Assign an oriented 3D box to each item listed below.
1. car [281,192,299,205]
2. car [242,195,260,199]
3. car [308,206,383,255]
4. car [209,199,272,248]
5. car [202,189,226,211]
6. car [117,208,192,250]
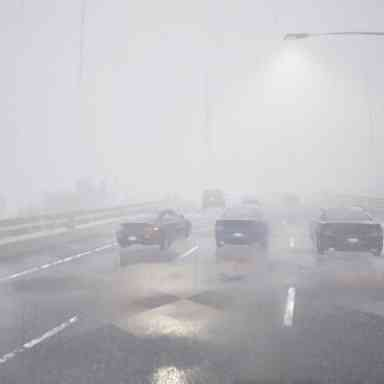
[{"bbox_3d":[12.265,0.747,41.643,1.882,1.535,5.008,-1,1,15],"label":"car"},{"bbox_3d":[5.535,1.033,31.724,1.812,1.442,4.674,-1,1,6],"label":"car"},{"bbox_3d":[5.427,1.234,12.230,1.882,1.535,5.008,-1,1,15],"label":"car"},{"bbox_3d":[2.220,1.268,13.714,1.882,1.535,5.008,-1,1,15],"label":"car"},{"bbox_3d":[2.201,0.765,33.194,2.150,2.045,5.566,-1,1,6],"label":"car"},{"bbox_3d":[-1.407,1.378,13.622,1.812,1.442,4.674,-1,1,16],"label":"car"}]
